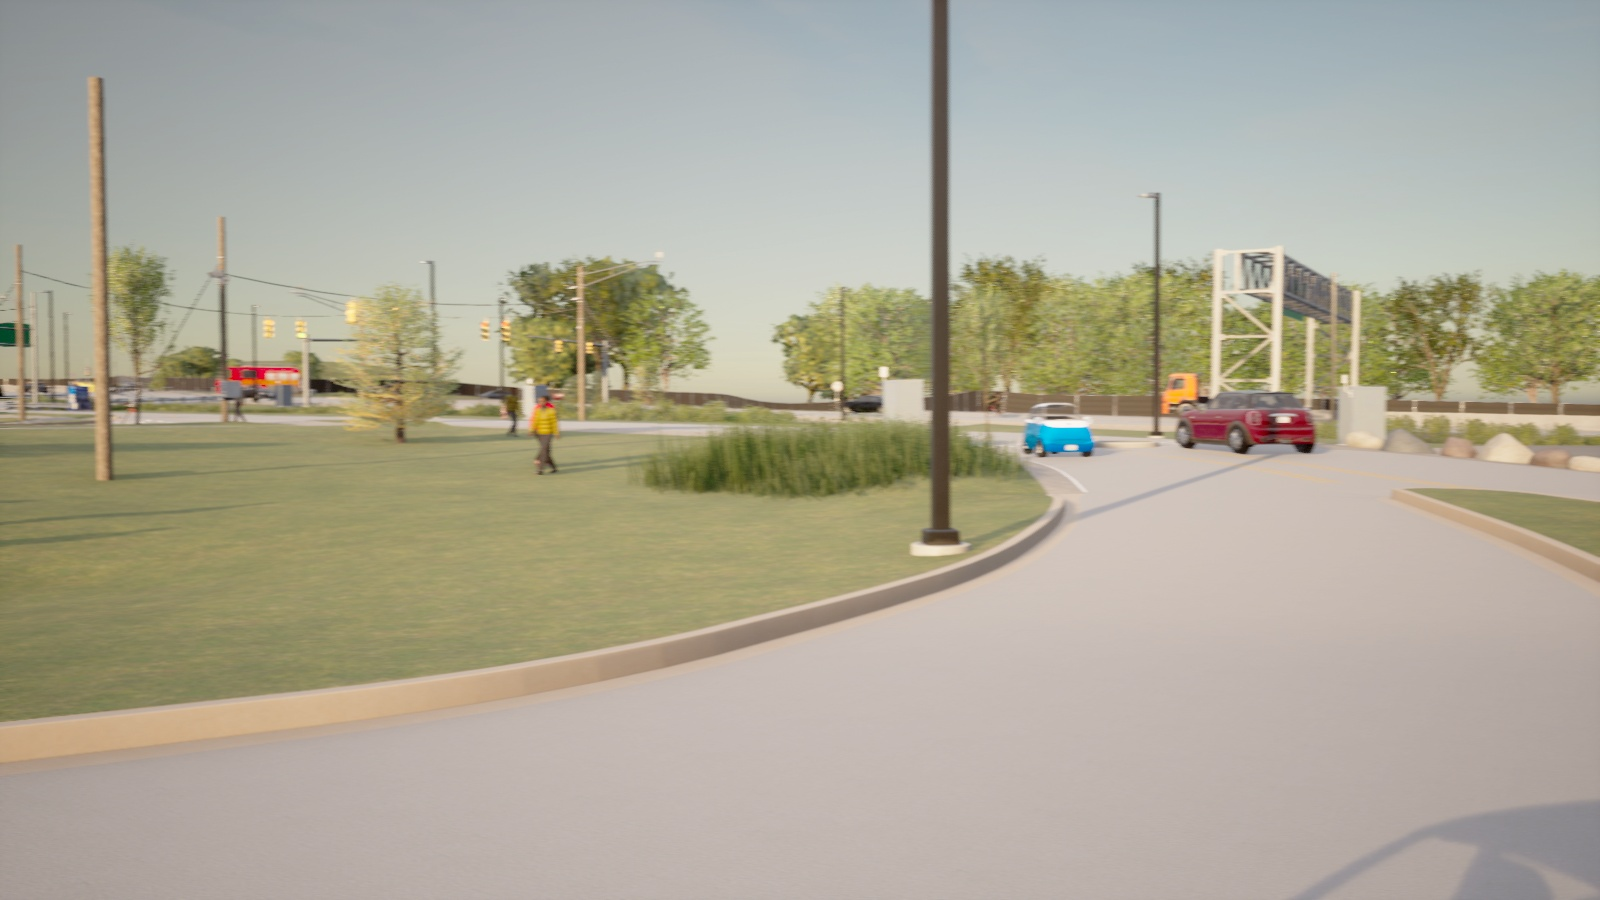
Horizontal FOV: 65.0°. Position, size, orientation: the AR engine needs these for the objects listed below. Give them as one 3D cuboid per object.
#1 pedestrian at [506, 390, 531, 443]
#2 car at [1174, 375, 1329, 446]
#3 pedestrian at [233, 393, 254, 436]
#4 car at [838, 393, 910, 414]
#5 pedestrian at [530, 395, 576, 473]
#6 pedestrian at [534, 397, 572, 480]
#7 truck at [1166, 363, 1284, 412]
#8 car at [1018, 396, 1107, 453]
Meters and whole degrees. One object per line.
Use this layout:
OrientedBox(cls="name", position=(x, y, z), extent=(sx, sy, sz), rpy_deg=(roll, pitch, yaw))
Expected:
OrientedBox(cls="pedestrian", position=(-9.879, -1.170, 44.075), extent=(0.709, 1.840, 0.431), rpy_deg=(0, 2, 36))
OrientedBox(cls="car", position=(12.308, -1.129, 34.592), extent=(2.097, 1.767, 4.553), rpy_deg=(-2, 3, -9))
OrientedBox(cls="pedestrian", position=(-25.149, -1.600, 56.799), extent=(0.788, 1.949, 0.423), rpy_deg=(0, 2, 32))
OrientedBox(cls="car", position=(5.471, -3.477, 93.180), extent=(5.008, 1.535, 1.882), rpy_deg=(1, 3, 31))
OrientedBox(cls="pedestrian", position=(-5.933, -0.401, 30.244), extent=(0.634, 1.844, 0.899), rpy_deg=(-1, 2, 23))
OrientedBox(cls="pedestrian", position=(-5.592, -0.270, 28.417), extent=(0.431, 1.840, 0.709), rpy_deg=(-1, 2, 27))
OrientedBox(cls="truck", position=(31.095, -4.589, 91.870), extent=(7.936, 3.462, 2.891), rpy_deg=(1, 3, 22))
OrientedBox(cls="car", position=(6.681, -0.679, 32.139), extent=(1.481, 1.376, 2.207), rpy_deg=(-2, 3, -11))
